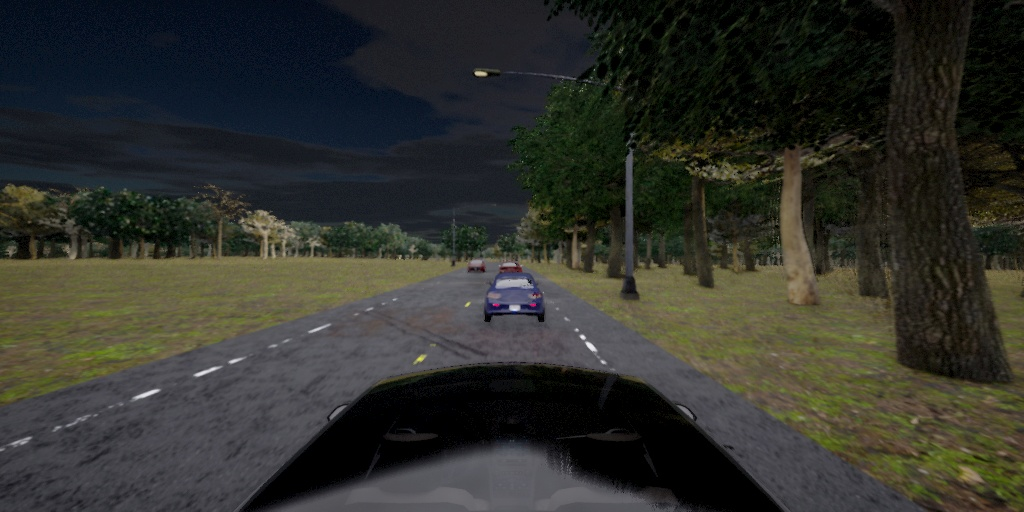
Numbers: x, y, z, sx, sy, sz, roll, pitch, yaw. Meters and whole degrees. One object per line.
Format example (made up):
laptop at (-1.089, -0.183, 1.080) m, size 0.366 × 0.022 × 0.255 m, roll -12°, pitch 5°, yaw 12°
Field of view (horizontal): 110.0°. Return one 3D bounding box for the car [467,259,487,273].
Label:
car at (-3.952, 1.127, 40.902) m, size 1.882 × 1.535 × 5.008 m, roll 0°, pitch 0°, yaw -1°

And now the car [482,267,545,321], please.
car at (0.069, 1.263, 12.210) m, size 1.812 × 1.442 × 4.674 m, roll 0°, pitch 0°, yaw 0°

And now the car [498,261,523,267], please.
car at (-0.121, 1.168, 30.272) m, size 1.882 × 1.535 × 5.008 m, roll 0°, pitch 0°, yaw -1°
